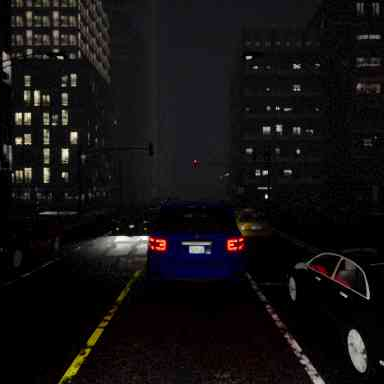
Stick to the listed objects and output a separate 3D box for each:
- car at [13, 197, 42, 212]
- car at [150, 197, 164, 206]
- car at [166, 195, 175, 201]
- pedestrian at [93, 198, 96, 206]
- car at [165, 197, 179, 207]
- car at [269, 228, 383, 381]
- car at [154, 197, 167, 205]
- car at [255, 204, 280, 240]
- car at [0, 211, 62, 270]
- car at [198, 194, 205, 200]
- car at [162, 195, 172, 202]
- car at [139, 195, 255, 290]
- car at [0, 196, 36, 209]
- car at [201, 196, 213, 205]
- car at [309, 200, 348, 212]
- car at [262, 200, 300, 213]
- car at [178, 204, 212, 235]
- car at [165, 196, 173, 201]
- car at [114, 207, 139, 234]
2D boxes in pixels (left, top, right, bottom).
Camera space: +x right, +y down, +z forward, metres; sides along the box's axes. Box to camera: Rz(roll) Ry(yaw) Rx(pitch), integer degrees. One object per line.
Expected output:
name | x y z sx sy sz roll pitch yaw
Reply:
car | -17.826 1.442 34.389 4.181 1.385 1.994 0 1 1
car | -5.718 1.513 54.360 1.752 1.417 4.829 -1 0 0
car | -5.727 1.529 88.457 1.887 1.381 4.507 -1 0 0
pedestrian | -12.561 1.299 43.052 0.500 1.100 0.500 0 0 1
car | -3.107 1.552 52.656 1.994 1.385 4.181 0 0 0
car | 2.805 1.549 5.289 2.008 1.369 4.403 -1 0 0
car | -5.719 1.553 60.185 1.947 1.339 4.313 -1 0 0
car | 2.801 1.521 16.747 1.752 1.417 4.829 -1 0 0
car | -5.836 1.542 10.988 1.887 1.381 4.507 -1 0 0
car | 2.650 1.424 94.115 1.967 1.590 4.097 -1 0 0
car | -5.724 1.530 77.148 1.887 1.381 4.507 -1 0 0
car | 0.094 1.219 9.201 2.150 2.045 5.566 0 0 0
car | -21.673 1.274 40.202 4.829 1.417 1.752 0 0 1
car | 2.660 1.538 60.187 2.008 1.369 4.403 -1 0 0
car | 16.302 1.622 39.714 4.403 1.369 2.008 0 0 1
car | 9.207 1.601 37.220 5.357 1.411 2.033 1 1 1
car | 0.092 1.520 19.712 1.812 1.442 4.674 0 0 -2
car | -5.725 1.567 82.803 1.802 1.307 4.206 -1 0 0
car | -3.044 1.559 18.840 1.994 1.385 4.181 0 0 1
